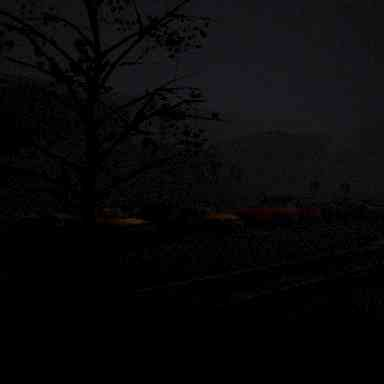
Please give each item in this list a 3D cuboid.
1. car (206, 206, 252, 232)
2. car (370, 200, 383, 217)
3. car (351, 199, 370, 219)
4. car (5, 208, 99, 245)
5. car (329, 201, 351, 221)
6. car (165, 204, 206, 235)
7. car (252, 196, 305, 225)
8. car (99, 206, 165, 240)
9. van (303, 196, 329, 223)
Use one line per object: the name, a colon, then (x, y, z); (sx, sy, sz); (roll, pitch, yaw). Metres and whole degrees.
car: (0.650, 1.503, 20.554); (5.366, 1.575, 1.946); (-1, -1, 35)
car: (15.238, 1.473, 30.946); (5.366, 1.575, 1.946); (-1, -1, 35)
car: (12.623, 1.527, 29.327); (4.792, 1.488, 2.163); (-1, 0, 35)
car: (-6.791, 1.534, 15.462); (4.674, 1.452, 2.002); (-1, -1, 35)
car: (10.221, 1.546, 27.577); (4.674, 1.452, 2.002); (-1, 0, 35)
car: (-1.960, 1.532, 18.941); (4.792, 1.488, 2.163); (-1, -1, 35)
car: (5.379, 1.389, 24.102); (4.553, 1.767, 2.185); (-1, -1, 34)
car: (-4.210, 1.491, 17.094); (5.366, 1.575, 1.946); (-1, -1, 35)
van: (7.890, 1.287, 25.795); (4.442, 1.987, 1.878); (-1, -1, 35)
